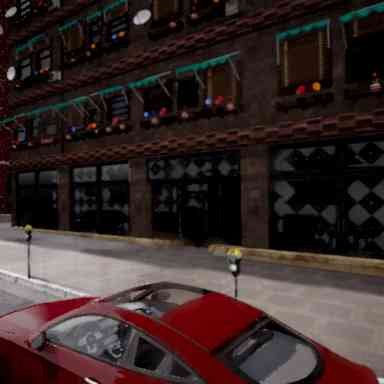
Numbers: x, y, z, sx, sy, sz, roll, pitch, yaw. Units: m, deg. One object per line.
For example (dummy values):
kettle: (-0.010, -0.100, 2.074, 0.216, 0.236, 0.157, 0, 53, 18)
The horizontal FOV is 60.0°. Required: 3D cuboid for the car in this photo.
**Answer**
car: (-0.472, 1.576, 3.226, 4.206, 1.307, 1.802, 0, -1, 36)
